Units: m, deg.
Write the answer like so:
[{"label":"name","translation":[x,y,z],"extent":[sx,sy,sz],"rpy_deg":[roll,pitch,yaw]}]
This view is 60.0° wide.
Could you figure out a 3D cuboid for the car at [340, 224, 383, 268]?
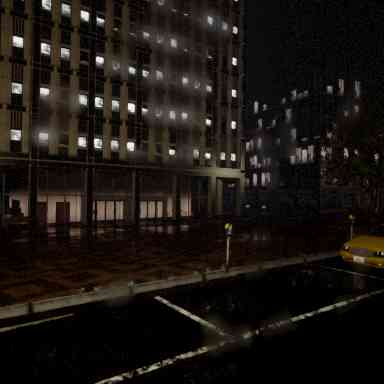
[{"label":"car","translation":[6.608,1.533,10.489],"extent":[4.829,1.417,1.752],"rpy_deg":[0,1,-34]}]
